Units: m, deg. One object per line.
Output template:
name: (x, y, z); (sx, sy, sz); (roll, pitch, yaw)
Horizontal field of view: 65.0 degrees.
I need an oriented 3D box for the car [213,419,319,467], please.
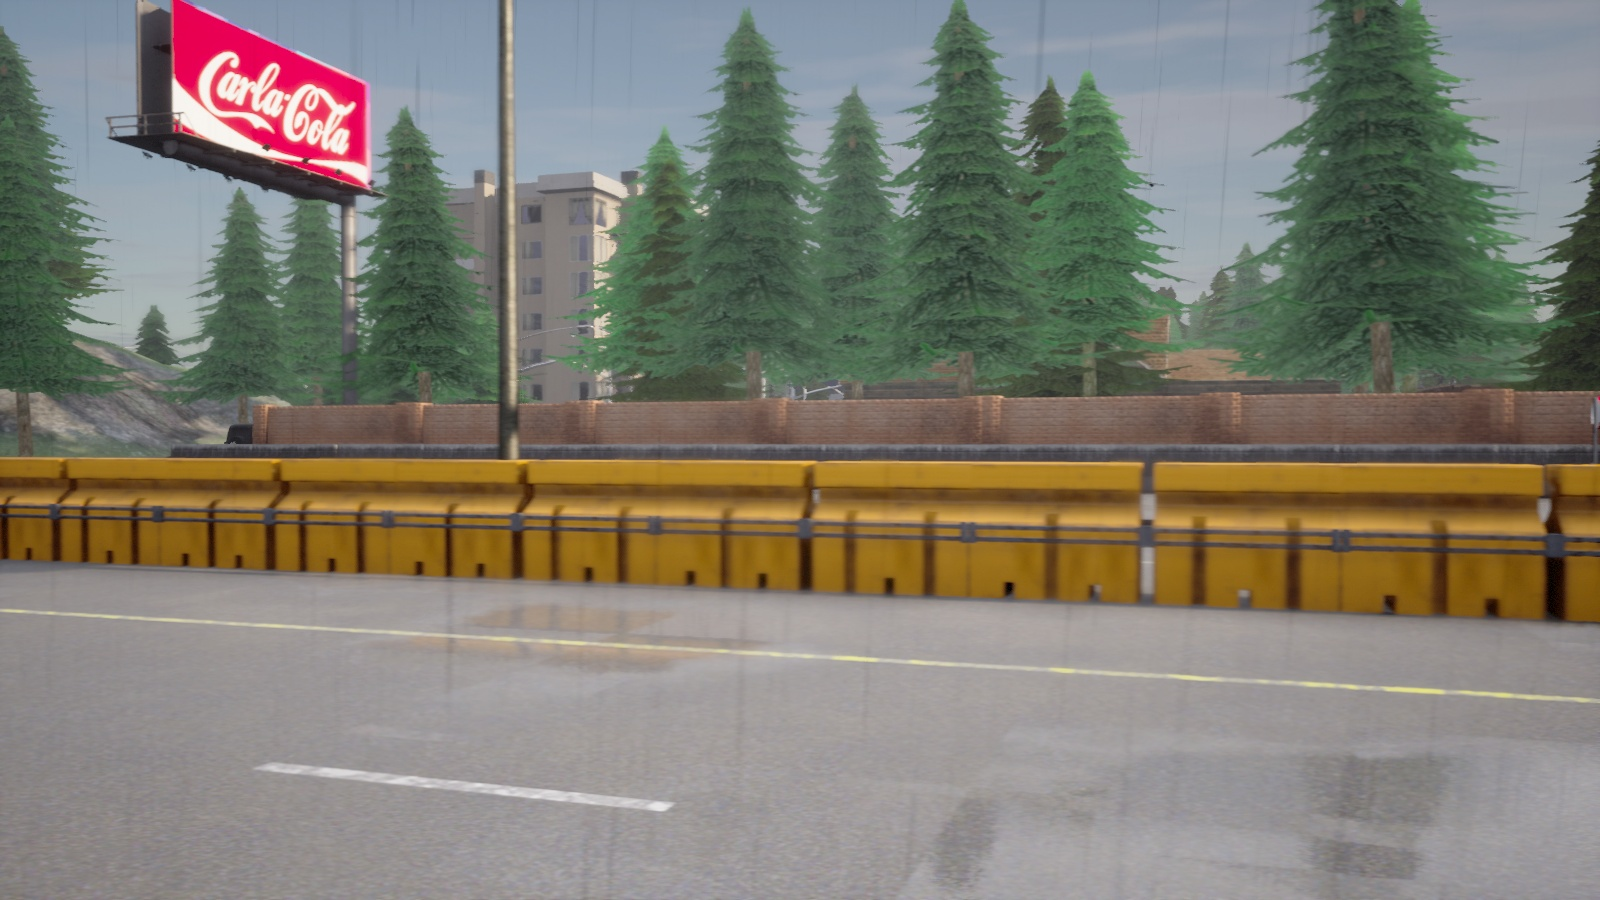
car: (-22.060, -0.313, 52.003); (1.905, 1.878, 3.866); (1, 1, 20)
